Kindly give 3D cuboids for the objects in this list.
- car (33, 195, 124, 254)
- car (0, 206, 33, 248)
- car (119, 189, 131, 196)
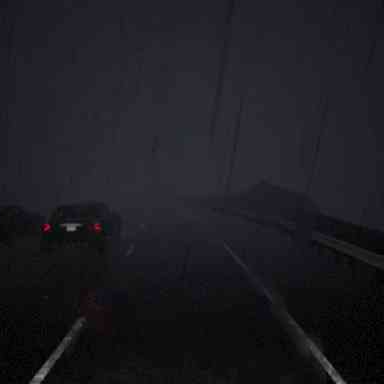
[{"bbox_3d":[-4.014,1.162,12.769,2.097,1.767,4.553,0,1,-4],"label":"car"},{"bbox_3d":[-7.583,1.297,13.607,2.128,1.511,4.902,0,1,-4],"label":"car"},{"bbox_3d":[-15.994,0.161,79.155,2.097,1.767,4.553,-1,1,-24],"label":"car"}]
